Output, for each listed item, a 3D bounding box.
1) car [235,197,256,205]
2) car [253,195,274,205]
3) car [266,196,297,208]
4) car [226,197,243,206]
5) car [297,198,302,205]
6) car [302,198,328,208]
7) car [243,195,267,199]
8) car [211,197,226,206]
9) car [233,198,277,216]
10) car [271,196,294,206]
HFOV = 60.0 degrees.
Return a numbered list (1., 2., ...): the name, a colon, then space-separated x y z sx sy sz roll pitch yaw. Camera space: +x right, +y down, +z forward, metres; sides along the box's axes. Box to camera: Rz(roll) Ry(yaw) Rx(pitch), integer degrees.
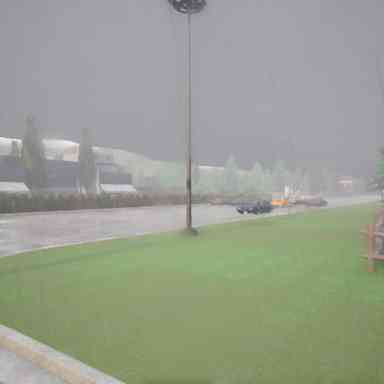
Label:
1. car: 10.023 1.609 61.591 1.895 1.301 4.718 0 0 37
2. car: 12.801 1.359 59.460 2.097 1.767 4.553 0 0 37
3. car: 12.922 1.483 47.764 1.882 1.535 5.008 0 0 37
4. car: 7.740 1.571 52.511 1.994 1.385 4.181 0 0 37
5. car: 18.463 1.606 55.345 1.895 1.301 4.718 0 0 37
6. car: 18.746 1.551 49.703 2.033 1.411 5.357 0 0 37
7. car: 10.130 1.497 49.873 2.128 1.511 4.902 0 0 37
8. car: 4.841 1.572 54.487 1.994 1.385 4.181 0 0 37
9. car: 6.344 1.605 32.923 1.895 1.301 4.718 0 0 37
10. car: 15.632 1.497 57.402 2.128 1.511 4.902 0 0 37
